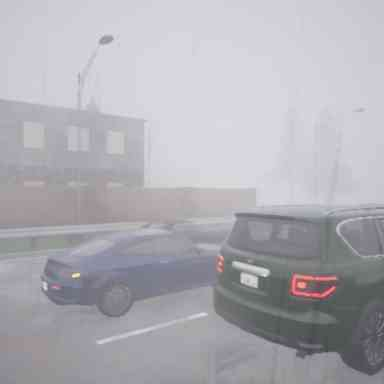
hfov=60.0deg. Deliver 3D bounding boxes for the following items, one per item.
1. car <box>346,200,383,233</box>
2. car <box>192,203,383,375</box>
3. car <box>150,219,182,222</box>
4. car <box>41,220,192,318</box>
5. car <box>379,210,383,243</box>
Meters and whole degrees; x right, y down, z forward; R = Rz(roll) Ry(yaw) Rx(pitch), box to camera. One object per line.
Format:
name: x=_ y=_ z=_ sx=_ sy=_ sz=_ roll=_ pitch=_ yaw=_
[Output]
car: x=11.900 y=1.444 z=20.922 sx=4.553 sy=1.767 sz=2.097 roll=0 pitch=0 yaw=-36
car: x=2.931 y=1.247 z=5.854 sx=5.566 sy=2.045 sz=2.150 roll=0 pitch=0 yaw=-35
car: x=-0.391 y=1.651 z=12.086 sx=4.718 sy=1.301 sz=1.895 roll=0 pitch=0 yaw=-36
car: x=-0.823 y=1.556 z=7.464 sx=4.674 sy=1.442 sz=1.812 roll=0 pitch=0 yaw=-36
car: x=11.213 y=1.579 z=16.118 sx=4.892 sy=1.490 sz=1.837 roll=0 pitch=0 yaw=-36
